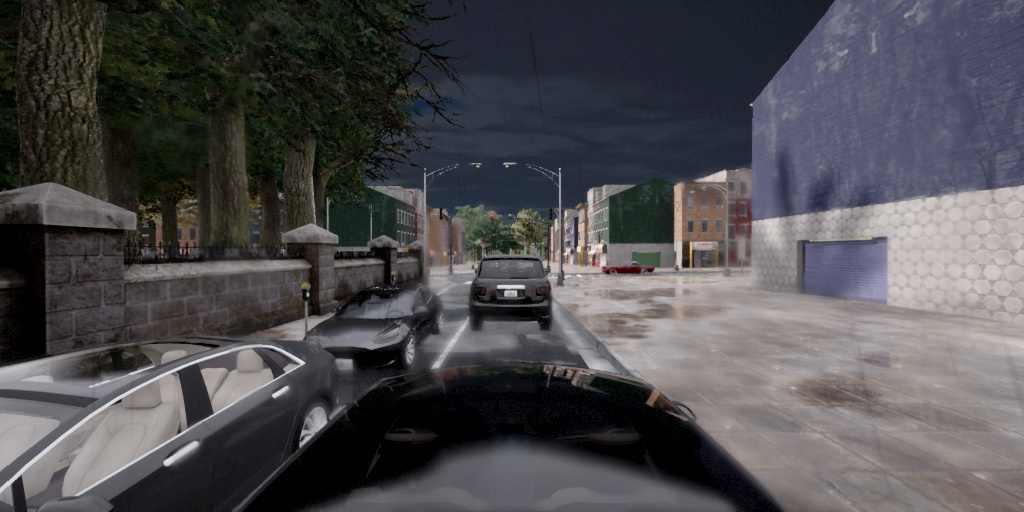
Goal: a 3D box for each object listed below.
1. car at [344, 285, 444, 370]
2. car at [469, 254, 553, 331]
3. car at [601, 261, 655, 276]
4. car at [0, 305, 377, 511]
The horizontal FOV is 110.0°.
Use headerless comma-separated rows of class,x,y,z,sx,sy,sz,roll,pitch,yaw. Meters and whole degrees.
car,-2.634,1.316,7.761,1.948,1.339,4.313,0,0,0
car,-0.011,0.973,11.070,2.150,2.045,5.566,0,0,0
car,10.993,1.186,34.334,4.718,1.301,1.895,-1,1,0
car,-2.641,1.300,2.073,2.007,1.370,4.403,0,0,0
